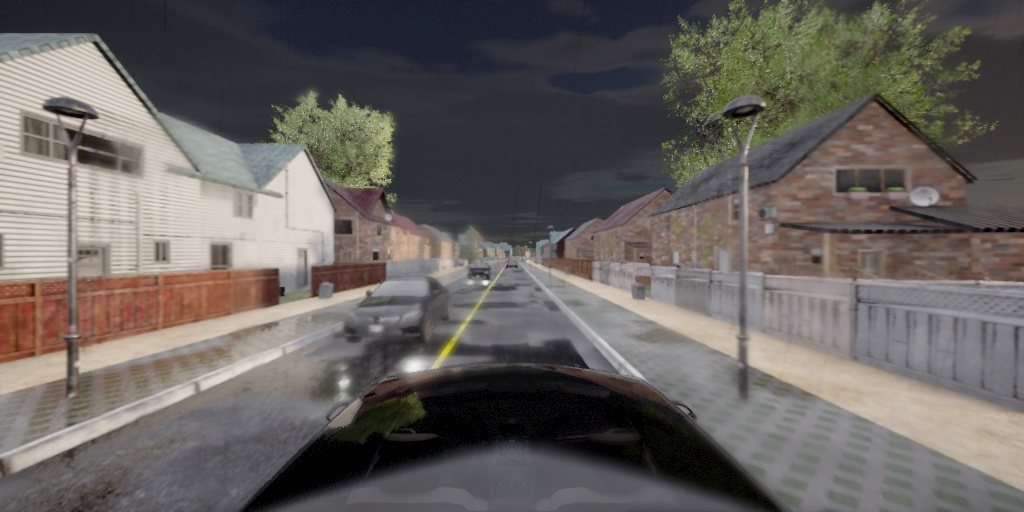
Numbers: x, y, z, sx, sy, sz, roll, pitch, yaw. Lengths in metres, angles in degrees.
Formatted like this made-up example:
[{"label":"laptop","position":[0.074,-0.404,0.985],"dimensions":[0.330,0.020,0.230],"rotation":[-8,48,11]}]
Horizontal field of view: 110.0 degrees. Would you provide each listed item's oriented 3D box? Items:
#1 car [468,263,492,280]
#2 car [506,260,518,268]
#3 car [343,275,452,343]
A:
[{"label":"car","position":[-2.757,1.290,31.940],"dimensions":[2.033,1.411,5.357],"rotation":[0,0,0]},{"label":"car","position":[-0.006,1.296,58.280],"dimensions":[1.994,1.385,4.181],"rotation":[0,0,0]},{"label":"car","position":[-2.827,1.275,9.850],"dimensions":[1.812,1.442,4.674],"rotation":[0,0,0]}]
